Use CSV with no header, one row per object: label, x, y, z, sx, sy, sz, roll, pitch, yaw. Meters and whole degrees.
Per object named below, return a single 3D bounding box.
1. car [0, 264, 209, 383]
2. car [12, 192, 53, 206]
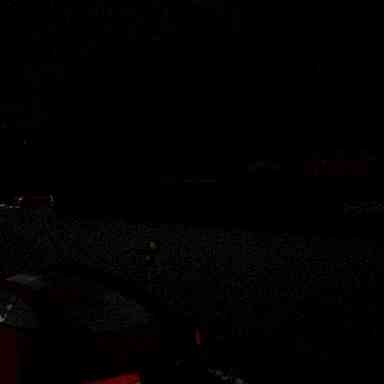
car,-1.774,1.581,4.063,4.206,1.307,1.802,0,1,35
car,-19.797,0.761,41.337,2.097,1.767,4.553,1,2,35
